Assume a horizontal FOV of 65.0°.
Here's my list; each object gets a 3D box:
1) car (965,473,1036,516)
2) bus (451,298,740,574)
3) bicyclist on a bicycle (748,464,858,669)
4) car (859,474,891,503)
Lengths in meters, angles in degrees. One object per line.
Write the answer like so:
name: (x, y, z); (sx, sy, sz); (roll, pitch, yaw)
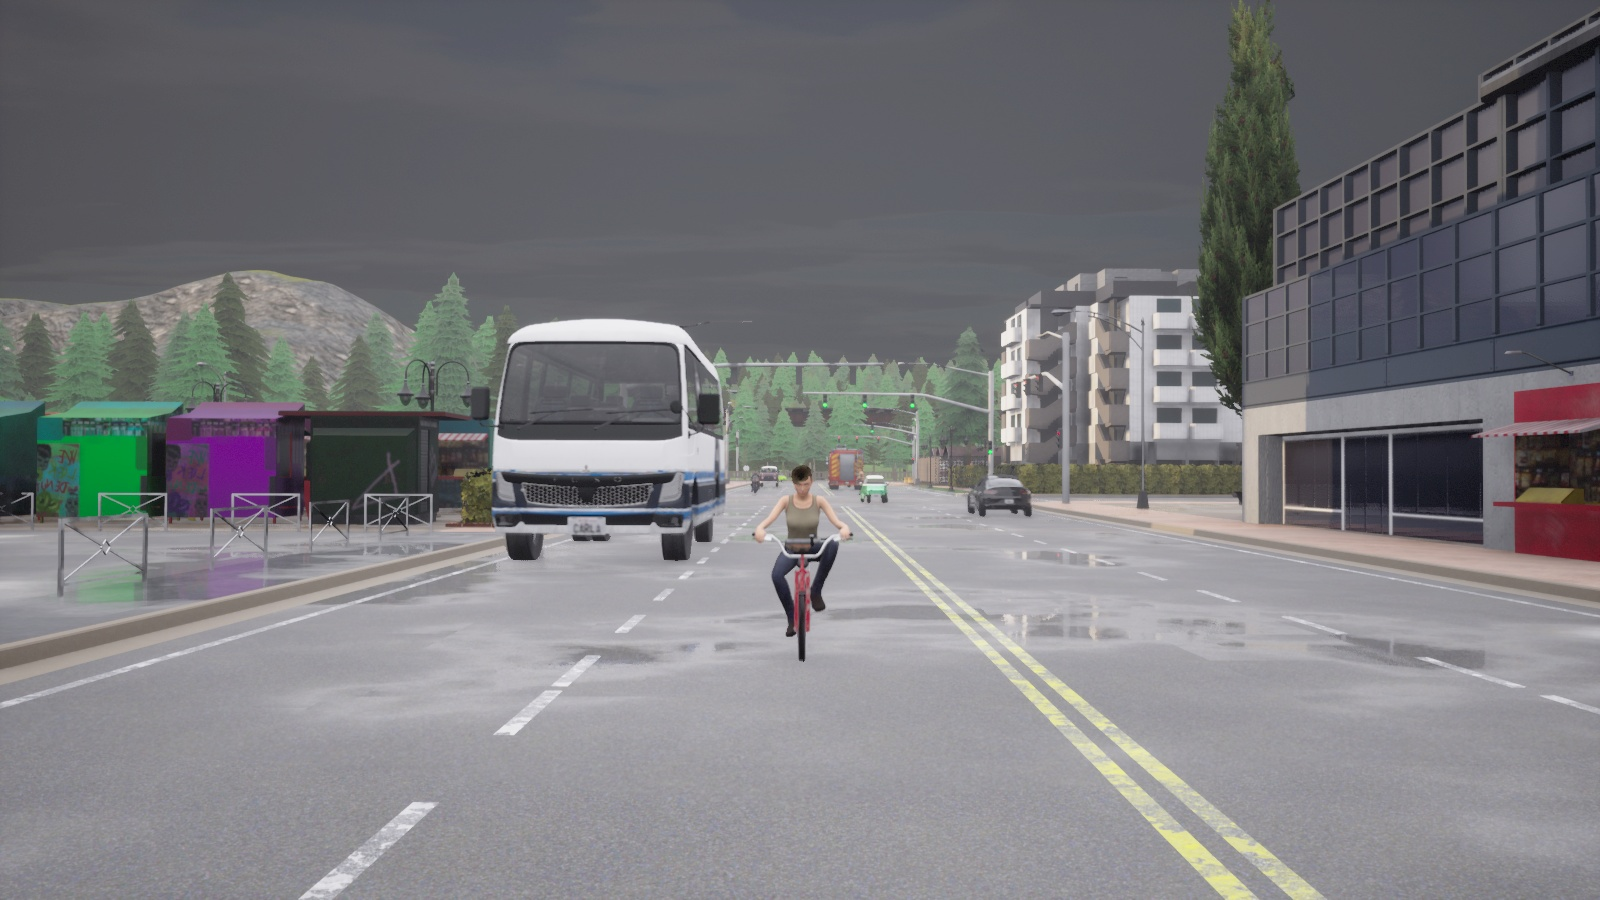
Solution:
car: (7.180, 1.572, 45.389); (1.812, 1.442, 4.674); (0, -1, 0)
bus: (-3.416, -0.136, 24.599); (3.944, 4.253, 10.273); (0, -1, 0)
bicyclist on a bicycle: (0.028, 0.930, 10.688); (0.866, 1.612, 1.509); (0, -1, 0)
car: (3.757, 1.908, 62.884); (1.481, 1.376, 2.207); (0, -1, 0)
